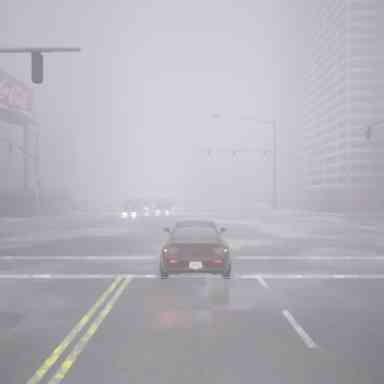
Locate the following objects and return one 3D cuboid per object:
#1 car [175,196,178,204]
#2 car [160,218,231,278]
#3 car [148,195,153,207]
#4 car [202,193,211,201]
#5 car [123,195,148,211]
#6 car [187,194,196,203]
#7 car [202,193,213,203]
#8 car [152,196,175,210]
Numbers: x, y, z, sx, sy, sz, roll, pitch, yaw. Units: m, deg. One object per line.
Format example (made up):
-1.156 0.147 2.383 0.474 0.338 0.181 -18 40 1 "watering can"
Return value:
-3.595 1.488 51.848 1.812 1.442 4.674 0 0 0 "car"
0.089 1.518 9.981 1.812 1.442 4.674 0 0 0 "car"
-7.103 1.565 49.748 1.895 1.301 4.718 0 0 0 "car"
3.470 1.126 80.291 2.097 1.767 4.553 0 0 0 "car"
-7.113 1.462 40.477 2.128 1.511 4.902 0 0 0 "car"
-0.026 1.533 70.385 1.895 1.301 4.718 0 0 0 "car"
3.474 1.465 70.003 2.128 1.511 4.902 0 0 0 "car"
-3.612 1.533 43.071 1.994 1.385 4.181 0 0 0 "car"
